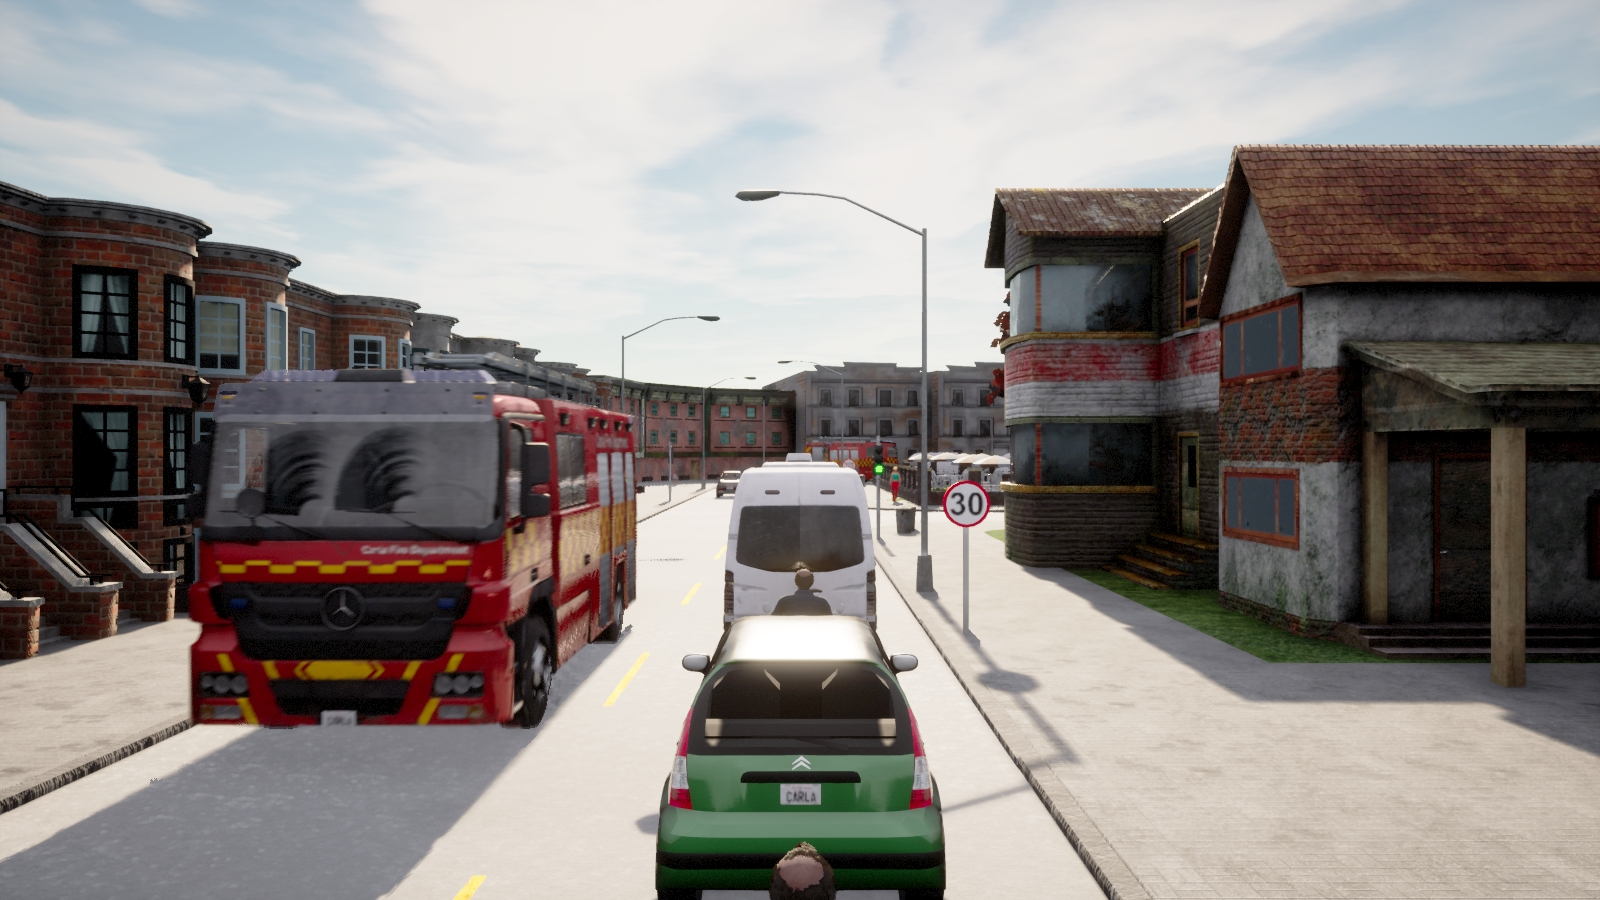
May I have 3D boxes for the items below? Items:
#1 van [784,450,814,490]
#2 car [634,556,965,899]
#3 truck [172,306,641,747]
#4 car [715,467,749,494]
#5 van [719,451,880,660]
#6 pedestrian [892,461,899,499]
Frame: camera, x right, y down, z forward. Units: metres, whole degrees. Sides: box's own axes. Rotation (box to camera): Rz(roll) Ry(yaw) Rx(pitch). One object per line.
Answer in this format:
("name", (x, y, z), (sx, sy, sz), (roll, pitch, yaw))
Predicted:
("van", (-0.059, 1.286, 76.777), (1.988, 2.561, 5.915), (0, 0, 0))
("car", (-0.003, 1.776, 8.384), (1.851, 1.617, 3.988), (0, 0, 0))
("truck", (-4.005, 0.665, 14.164), (2.891, 3.827, 8.468), (0, 0, 0))
("car", (-4.014, 1.781, 67.520), (1.789, 1.549, 3.705), (0, 0, 0))
("van", (-0.006, 1.308, 17.043), (1.988, 2.561, 5.915), (0, 0, 0))
("pedestrian", (4.751, 1.494, 56.885), (0.375, 1.860, 0.375), (0, 0, 4))
